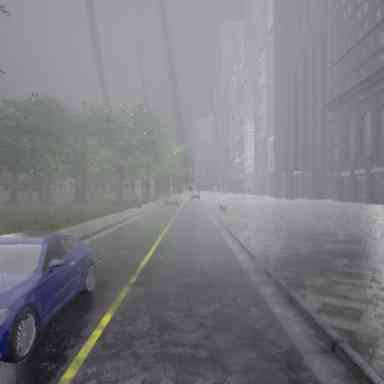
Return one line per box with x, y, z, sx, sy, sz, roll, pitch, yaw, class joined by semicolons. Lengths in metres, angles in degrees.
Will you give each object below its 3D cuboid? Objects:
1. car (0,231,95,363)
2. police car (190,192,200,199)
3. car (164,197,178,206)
-3.098;1.504;5.957;1.812;1.442;4.674;0;0;0;car
1.069;0.999;86.845;1.930;1.638;5.238;0;0;0;police car
-3.054;1.373;49.255;1.994;1.385;4.181;0;0;0;car
